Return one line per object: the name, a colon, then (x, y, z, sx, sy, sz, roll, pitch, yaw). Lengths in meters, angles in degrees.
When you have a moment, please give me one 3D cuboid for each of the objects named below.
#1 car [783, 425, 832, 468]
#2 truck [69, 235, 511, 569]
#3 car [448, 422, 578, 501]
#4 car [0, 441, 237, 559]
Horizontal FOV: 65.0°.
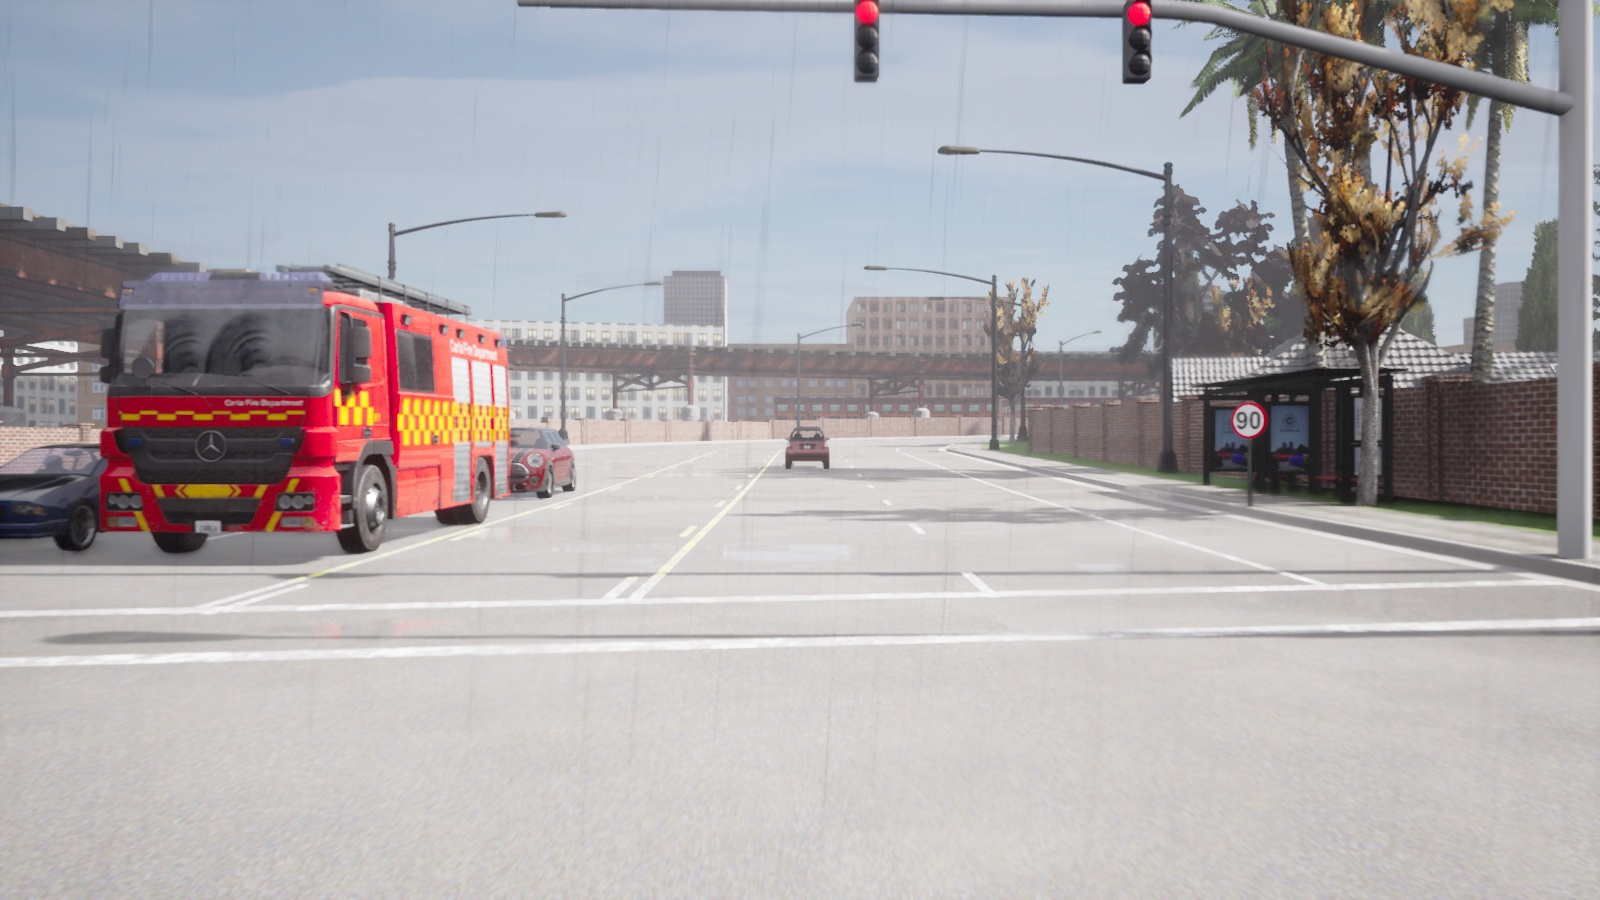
car: (0.290, -0.180, 49.971, 1.851, 1.617, 3.988, 0, 1, 0)
truck: (-6.848, -0.621, 18.686, 2.891, 3.827, 8.468, 0, 1, 2)
car: (-6.818, 0.212, 30.361, 2.097, 1.767, 4.553, 0, 1, 0)
car: (-10.385, 0.597, 18.193, 2.033, 1.411, 5.357, 0, 1, 0)
